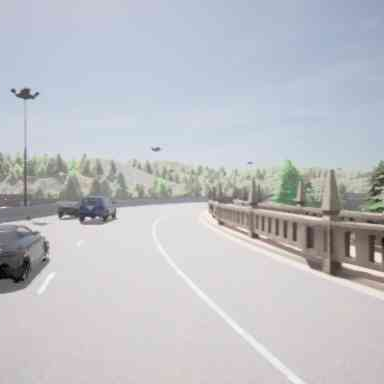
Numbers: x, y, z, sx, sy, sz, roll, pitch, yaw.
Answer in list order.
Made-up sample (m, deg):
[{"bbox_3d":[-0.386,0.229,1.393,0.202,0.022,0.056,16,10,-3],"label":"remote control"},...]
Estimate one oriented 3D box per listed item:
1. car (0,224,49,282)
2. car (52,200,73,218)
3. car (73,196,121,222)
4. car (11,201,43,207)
[{"bbox_3d":[-5.540,1.636,9.728,1.994,1.385,4.181,0,0,-14],"label":"car"},{"bbox_3d":[-11.345,1.710,32.302,1.837,1.490,4.892,-1,0,1],"label":"car"},{"bbox_3d":[-7.919,1.379,28.317,2.150,2.045,5.566,-1,0,-1],"label":"car"},{"bbox_3d":[-23.940,1.967,48.605,2.033,1.411,5.357,-1,0,10],"label":"car"}]
